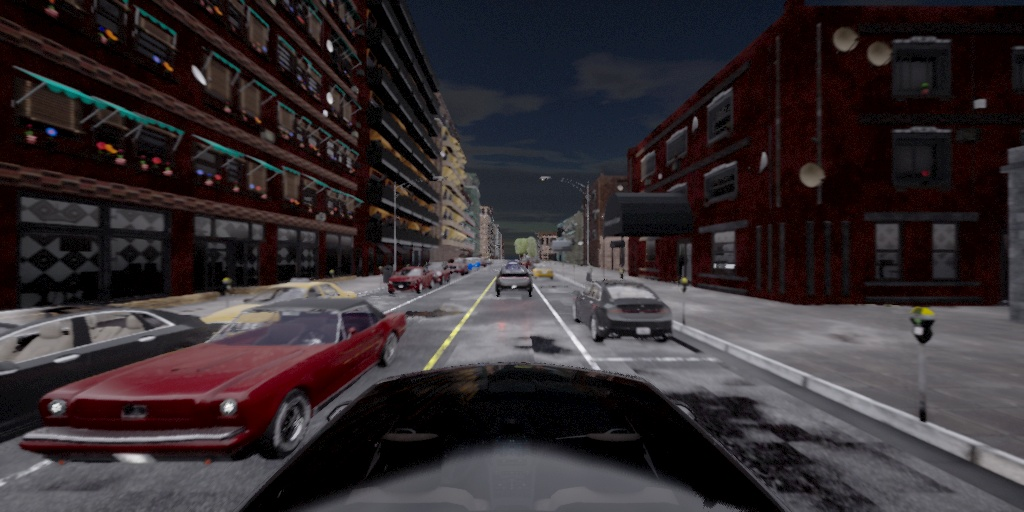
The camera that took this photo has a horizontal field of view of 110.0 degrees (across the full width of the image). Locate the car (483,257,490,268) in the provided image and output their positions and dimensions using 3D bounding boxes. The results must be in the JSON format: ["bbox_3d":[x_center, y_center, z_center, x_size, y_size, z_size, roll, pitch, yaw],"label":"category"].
[{"bbox_3d":[-5.691,1.152,64.924,2.192,1.841,5.009,0,0,0],"label":"car"}]

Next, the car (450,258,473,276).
[{"bbox_3d":[-5.691,1.099,37.229,2.192,1.841,5.009,0,0,0],"label":"car"}]

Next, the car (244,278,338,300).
[{"bbox_3d":[-5.690,1.280,9.362,1.751,1.417,4.829,0,0,0],"label":"car"}]

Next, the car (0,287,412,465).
[{"bbox_3d":[-3.094,1.352,5.146,1.895,1.301,4.718,0,0,0],"label":"car"}]

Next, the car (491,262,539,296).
[{"bbox_3d":[0.100,1.255,19.433,2.128,1.511,4.902,0,0,0],"label":"car"}]

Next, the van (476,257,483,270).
[{"bbox_3d":[-5.691,1.153,53.846,1.690,1.789,3.998,0,0,0],"label":"van"}]

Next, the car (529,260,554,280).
[{"bbox_3d":[2.690,1.302,31.860,1.751,1.417,4.829,0,0,0],"label":"car"}]

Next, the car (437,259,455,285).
[{"bbox_3d":[-5.691,1.210,26.150,1.967,1.591,4.097,0,0,0],"label":"car"}]

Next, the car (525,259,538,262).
[{"bbox_3d":[2.689,1.335,37.229,2.007,1.370,4.403,0,0,0],"label":"car"}]

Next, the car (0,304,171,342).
[{"bbox_3d":[-5.690,1.302,3.993,2.007,1.370,4.403,0,0,0],"label":"car"}]

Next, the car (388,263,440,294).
[{"bbox_3d":[-5.691,1.310,20.611,1.888,1.381,4.507,0,0,0],"label":"car"}]

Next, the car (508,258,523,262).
[{"bbox_3d":[0.100,1.322,45.291,1.812,1.442,4.674,0,0,0],"label":"car"}]

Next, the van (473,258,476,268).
[{"bbox_3d":[-5.691,1.133,42.769,1.690,1.789,3.998,0,0,0],"label":"van"}]

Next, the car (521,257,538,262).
[{"bbox_3d":[2.690,1.117,48.307,2.192,1.841,5.009,0,0,0],"label":"car"}]

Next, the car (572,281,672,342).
[{"bbox_3d":[2.691,1.306,9.533,2.007,1.370,4.403,0,0,0],"label":"car"}]
